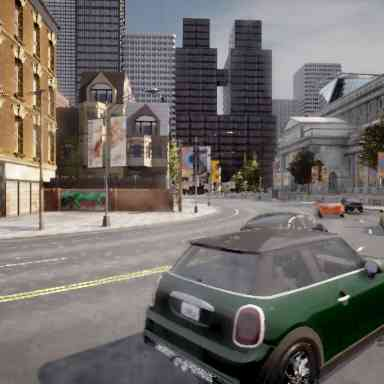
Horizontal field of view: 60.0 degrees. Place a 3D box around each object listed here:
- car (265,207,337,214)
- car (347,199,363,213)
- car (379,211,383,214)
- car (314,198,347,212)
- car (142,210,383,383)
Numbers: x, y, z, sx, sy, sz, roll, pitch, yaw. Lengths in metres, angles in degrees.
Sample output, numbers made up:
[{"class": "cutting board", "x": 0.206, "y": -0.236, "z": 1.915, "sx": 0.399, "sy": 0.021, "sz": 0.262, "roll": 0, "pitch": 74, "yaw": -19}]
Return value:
[{"class": "car", "x": 3.350, "y": 1.498, "z": 11.917, "sx": 1.837, "sy": 1.490, "sz": 4.892, "roll": 1, "pitch": 1, "yaw": 40}, {"class": "car", "x": 17.245, "y": 1.488, "z": 36.649, "sx": 1.837, "sy": 1.490, "sz": 4.892, "roll": 0, "pitch": 0, "yaw": 8}, {"class": "car", "x": 12.245, "y": 1.449, "z": 19.720, "sx": 1.801, "sy": 1.575, "sz": 5.366, "roll": 0, "pitch": 0, "yaw": 27}, {"class": "car", "x": 12.626, "y": 1.335, "z": 30.920, "sx": 2.097, "sy": 1.767, "sz": 4.553, "roll": 0, "pitch": 0, "yaw": 15}, {"class": "car", "x": 1.583, "y": 1.350, "z": 5.118, "sx": 4.553, "sy": 1.767, "sz": 2.097, "roll": 0, "pitch": 0, "yaw": -41}]
